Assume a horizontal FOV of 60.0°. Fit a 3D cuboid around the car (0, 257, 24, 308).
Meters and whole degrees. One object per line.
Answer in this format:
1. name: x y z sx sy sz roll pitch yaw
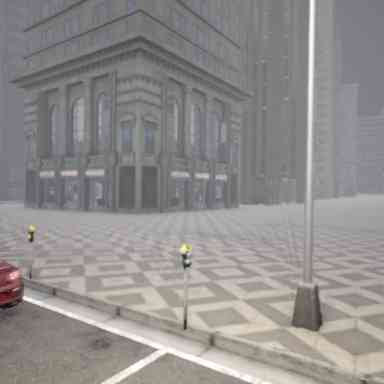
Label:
1. car: -4.896 1.560 6.443 4.206 1.307 1.802 0 1 36
